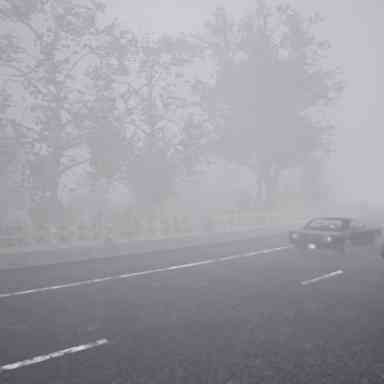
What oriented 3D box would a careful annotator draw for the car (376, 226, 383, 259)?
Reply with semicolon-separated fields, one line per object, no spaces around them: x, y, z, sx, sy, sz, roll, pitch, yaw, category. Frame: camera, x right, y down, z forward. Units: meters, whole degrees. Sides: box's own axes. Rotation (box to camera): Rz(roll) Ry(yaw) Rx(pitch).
7.664;1.658;10.310;4.718;1.301;1.895;0;0;-42;car

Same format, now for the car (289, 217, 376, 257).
5.960;1.674;13.466;4.718;1.301;1.895;0;0;-42;car
